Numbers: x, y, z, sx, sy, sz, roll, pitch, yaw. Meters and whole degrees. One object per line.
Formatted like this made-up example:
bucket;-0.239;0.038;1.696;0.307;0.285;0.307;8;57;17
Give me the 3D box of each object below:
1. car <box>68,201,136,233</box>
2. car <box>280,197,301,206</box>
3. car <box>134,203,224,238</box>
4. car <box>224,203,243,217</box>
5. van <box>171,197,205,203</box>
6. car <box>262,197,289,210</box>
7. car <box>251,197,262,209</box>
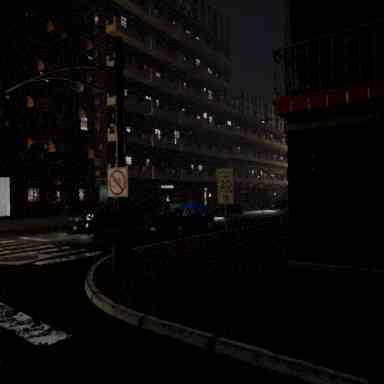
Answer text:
car;-5.025;1.350;19.784;2.097;1.767;4.553;-1;-1;36
car;15.761;1.495;52.939;1.752;1.417;4.829;-1;-1;36
car;-0.488;1.435;16.812;2.008;1.369;4.403;-1;-1;36
car;3.111;1.530;31.100;1.994;1.385;4.181;-1;-1;36
van;-0.392;1.365;30.457;1.690;1.788;3.998;-1;-1;36
car;11.238;1.429;42.359;2.128;1.511;4.902;-1;-1;36
car;9.359;1.430;44.030;1.967;1.590;4.097;-1;-1;36
